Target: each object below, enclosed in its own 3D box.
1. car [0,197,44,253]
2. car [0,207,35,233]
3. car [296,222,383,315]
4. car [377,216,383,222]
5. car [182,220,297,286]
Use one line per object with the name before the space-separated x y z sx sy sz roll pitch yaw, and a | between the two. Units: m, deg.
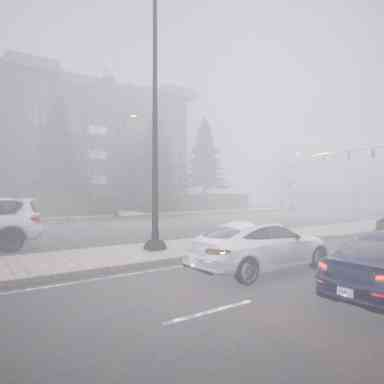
car | -8.443 1.221 12.096 5.566 2.045 2.150 0 0 -35
car | -11.481 1.600 18.523 4.718 1.301 1.895 0 0 -35
car | 4.471 1.523 6.930 4.674 1.442 1.812 0 0 -35
car | 10.482 1.501 15.563 4.892 1.490 1.837 0 0 -35
car | 1.908 1.524 9.410 4.674 1.442 1.812 0 0 -35
